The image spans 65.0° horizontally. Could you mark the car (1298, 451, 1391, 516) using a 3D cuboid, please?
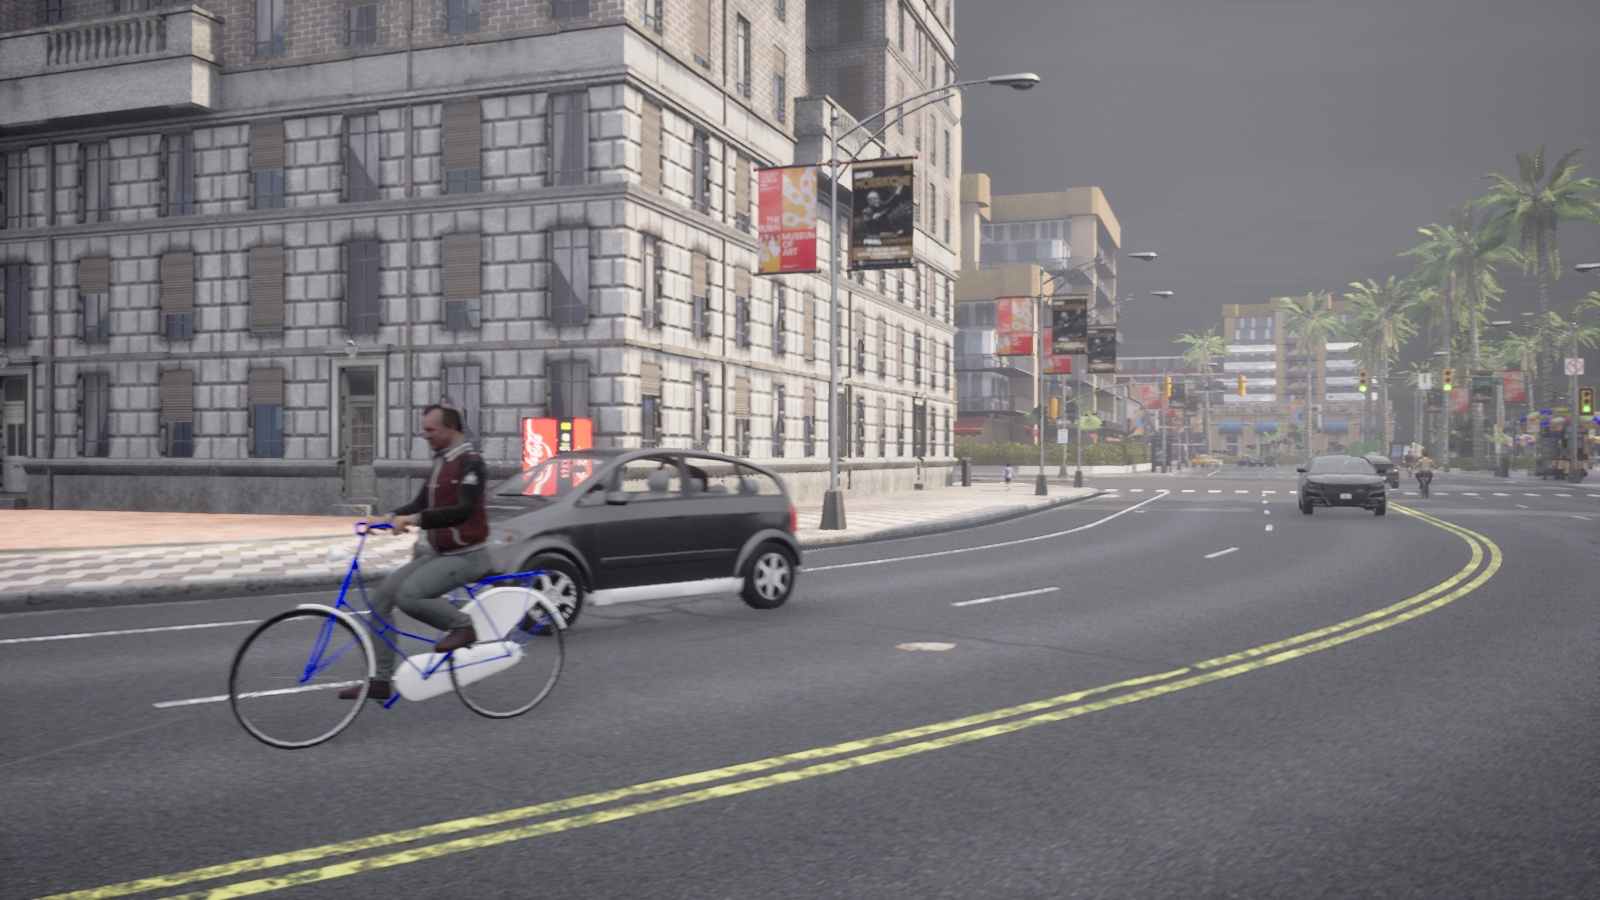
[{"bbox_3d":[13.899,0.789,32.285,1.882,1.535,5.008,0,0,20],"label":"car"}]

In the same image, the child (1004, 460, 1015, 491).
[{"bbox_3d":[7.512,0.906,45.036,0.255,1.110,0.394,0,0,27],"label":"child"}]

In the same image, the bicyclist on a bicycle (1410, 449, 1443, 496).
[{"bbox_3d":[21.790,0.764,43.710,0.866,1.612,1.509,0,0,20],"label":"bicyclist on a bicycle"}]

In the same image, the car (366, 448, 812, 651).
[{"bbox_3d":[-1.818,0.765,11.556,1.789,1.549,3.705,0,0,44],"label":"car"}]

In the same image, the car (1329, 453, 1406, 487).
[{"bbox_3d":[25.786,0.864,57.234,1.837,1.490,4.892,0,0,7],"label":"car"}]

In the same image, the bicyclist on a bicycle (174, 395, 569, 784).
[{"bbox_3d":[-2.191,0.643,6.578,1.843,1.776,0.659,0,-1,-40],"label":"bicyclist on a bicycle"}]
